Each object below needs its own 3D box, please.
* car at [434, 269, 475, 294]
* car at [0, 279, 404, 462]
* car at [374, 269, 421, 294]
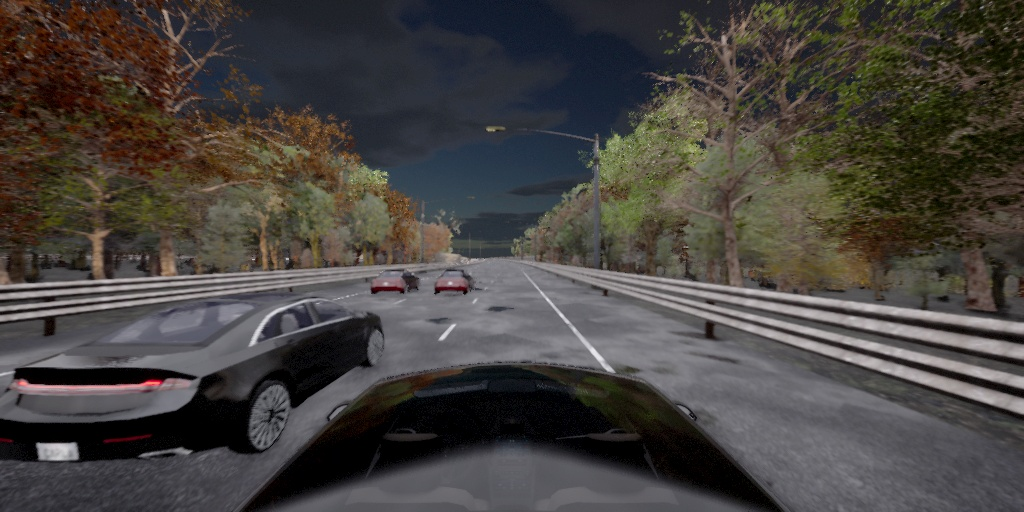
[{"bbox_3d":[-3.401,1.493,21.780,1.994,1.385,4.181,0,-1,0],"label":"car"},{"bbox_3d":[-3.401,1.272,5.112,2.128,1.511,4.902,0,-1,0],"label":"car"},{"bbox_3d":[-6.902,1.492,21.632,1.994,1.385,4.181,0,-1,0],"label":"car"}]
